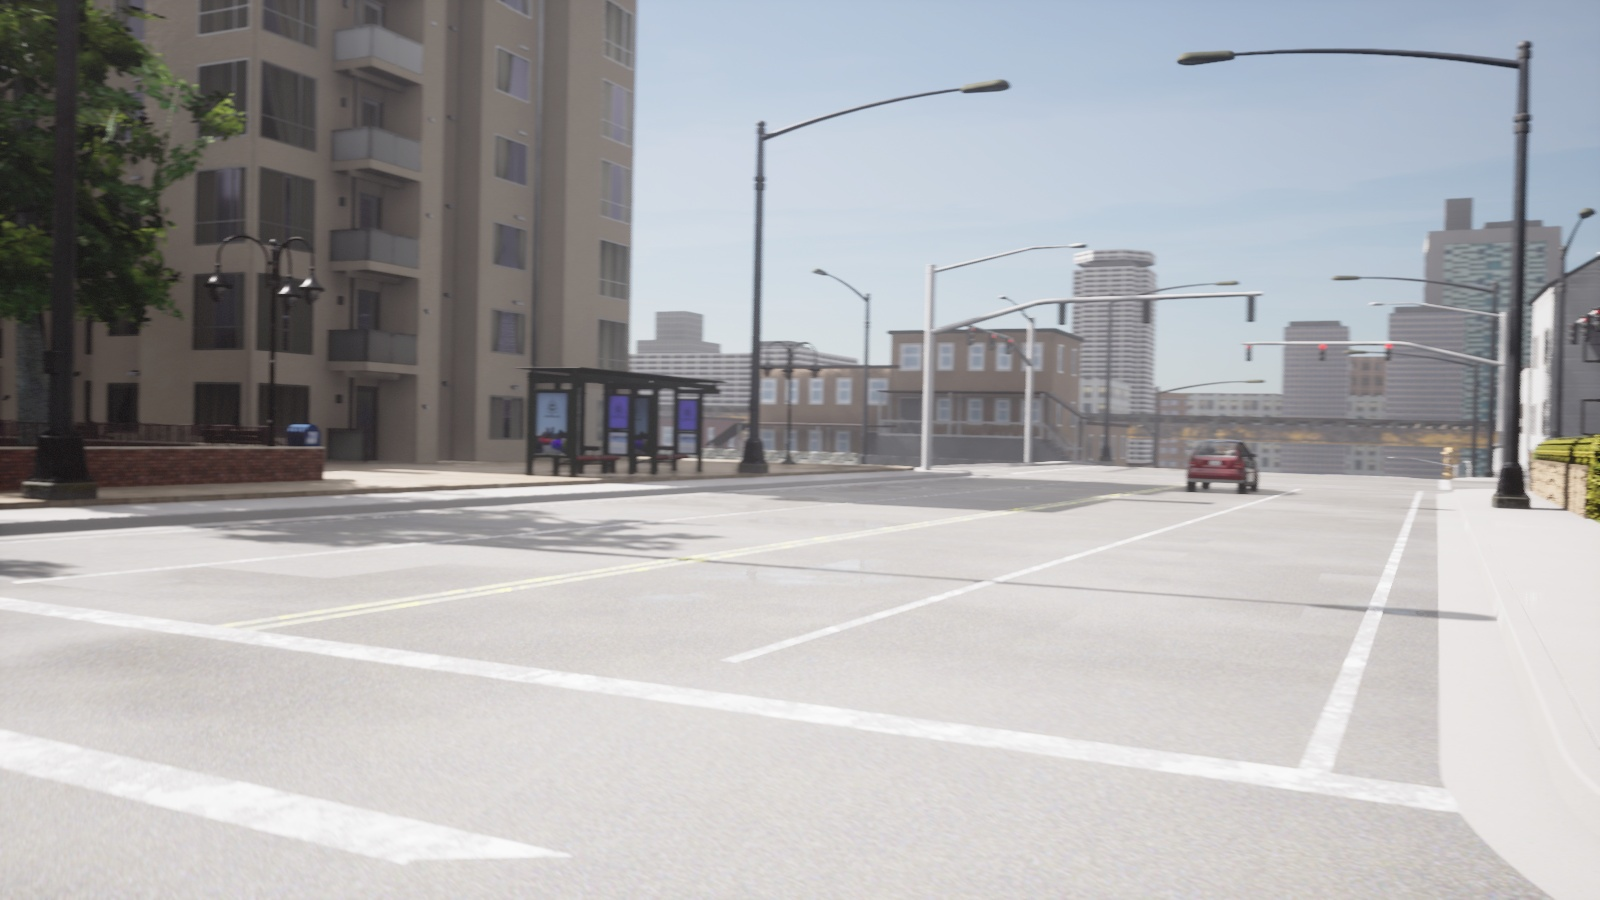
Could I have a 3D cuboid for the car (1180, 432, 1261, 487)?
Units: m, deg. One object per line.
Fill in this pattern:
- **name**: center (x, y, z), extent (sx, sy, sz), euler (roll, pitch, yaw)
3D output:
- **car**: center (12.702, 0.251, 37.844), extent (1.789, 1.549, 3.705), euler (1, 1, 27)
